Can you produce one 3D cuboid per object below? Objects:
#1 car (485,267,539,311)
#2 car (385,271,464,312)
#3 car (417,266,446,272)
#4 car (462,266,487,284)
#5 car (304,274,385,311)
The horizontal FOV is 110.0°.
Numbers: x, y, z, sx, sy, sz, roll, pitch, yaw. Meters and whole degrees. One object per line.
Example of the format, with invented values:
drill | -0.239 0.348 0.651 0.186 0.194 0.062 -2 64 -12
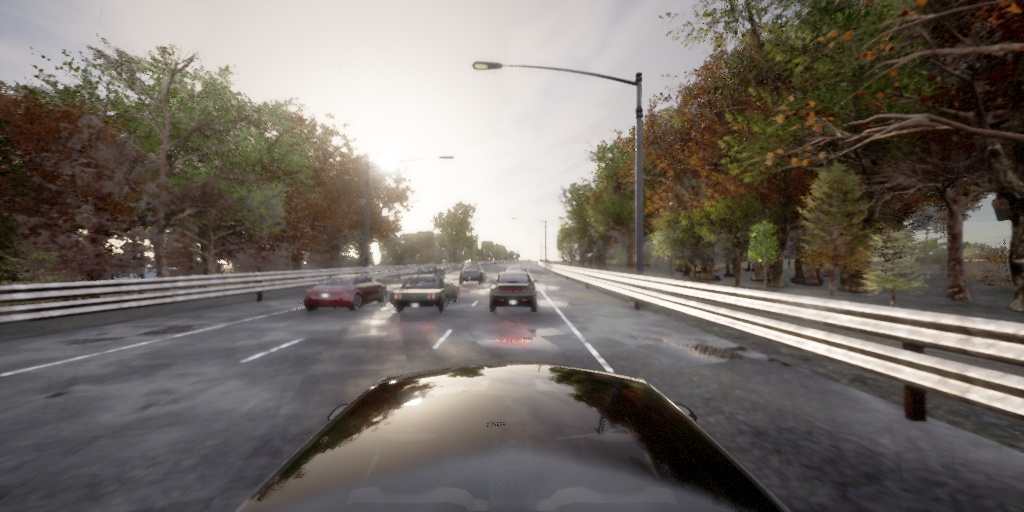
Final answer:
car | 0.075 1.407 15.235 1.837 1.490 4.892 0 0 1
car | -3.430 1.499 15.032 1.895 1.301 4.718 0 -1 1
car | -6.758 1.458 29.661 1.895 1.301 4.718 -3 8 1
car | -3.239 1.547 30.219 2.128 1.511 4.902 0 0 1
car | -6.922 1.467 15.361 1.994 1.385 4.181 0 -1 1
